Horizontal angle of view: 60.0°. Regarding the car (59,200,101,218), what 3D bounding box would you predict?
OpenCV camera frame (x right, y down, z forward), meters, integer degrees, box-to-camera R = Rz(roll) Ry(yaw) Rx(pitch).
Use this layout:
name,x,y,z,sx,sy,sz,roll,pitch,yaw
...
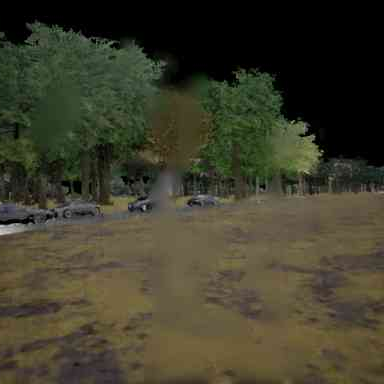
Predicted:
name,x,y,z,sx,sy,sz,roll,pitch,yaw
car,-9.467,1.330,26.744,1.994,1.385,4.181,-3,-1,36

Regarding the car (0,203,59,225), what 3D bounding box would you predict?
name,x,y,z,sx,sy,sz,roll,pitch,yaw
car,-10.662,1.299,18.661,2.033,1.411,5.357,-3,-1,35

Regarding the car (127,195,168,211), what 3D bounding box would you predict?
name,x,y,z,sx,sy,sz,roll,pitch,yaw
car,-4.481,1.133,33.830,1.837,1.490,4.892,-3,-1,35

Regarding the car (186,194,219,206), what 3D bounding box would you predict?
name,x,y,z,sx,sy,sz,roll,pitch,yaw
car,1.463,1.019,42.227,2.033,1.411,5.357,-3,-1,35
